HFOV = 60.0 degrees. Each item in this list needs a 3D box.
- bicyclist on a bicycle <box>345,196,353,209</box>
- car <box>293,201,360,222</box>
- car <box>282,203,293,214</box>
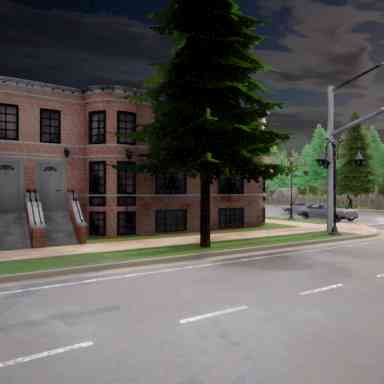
[{"bbox_3d":[19.240,1.300,40.664,1.656,1.620,0.582,0,0,-31],"label":"bicyclist on a bicycle"},{"bbox_3d":[10.759,1.601,26.583,1.895,1.301,4.718,0,0,-31],"label":"car"},{"bbox_3d":[11.192,1.600,32.718,1.895,1.301,4.718,0,0,-31],"label":"car"}]
